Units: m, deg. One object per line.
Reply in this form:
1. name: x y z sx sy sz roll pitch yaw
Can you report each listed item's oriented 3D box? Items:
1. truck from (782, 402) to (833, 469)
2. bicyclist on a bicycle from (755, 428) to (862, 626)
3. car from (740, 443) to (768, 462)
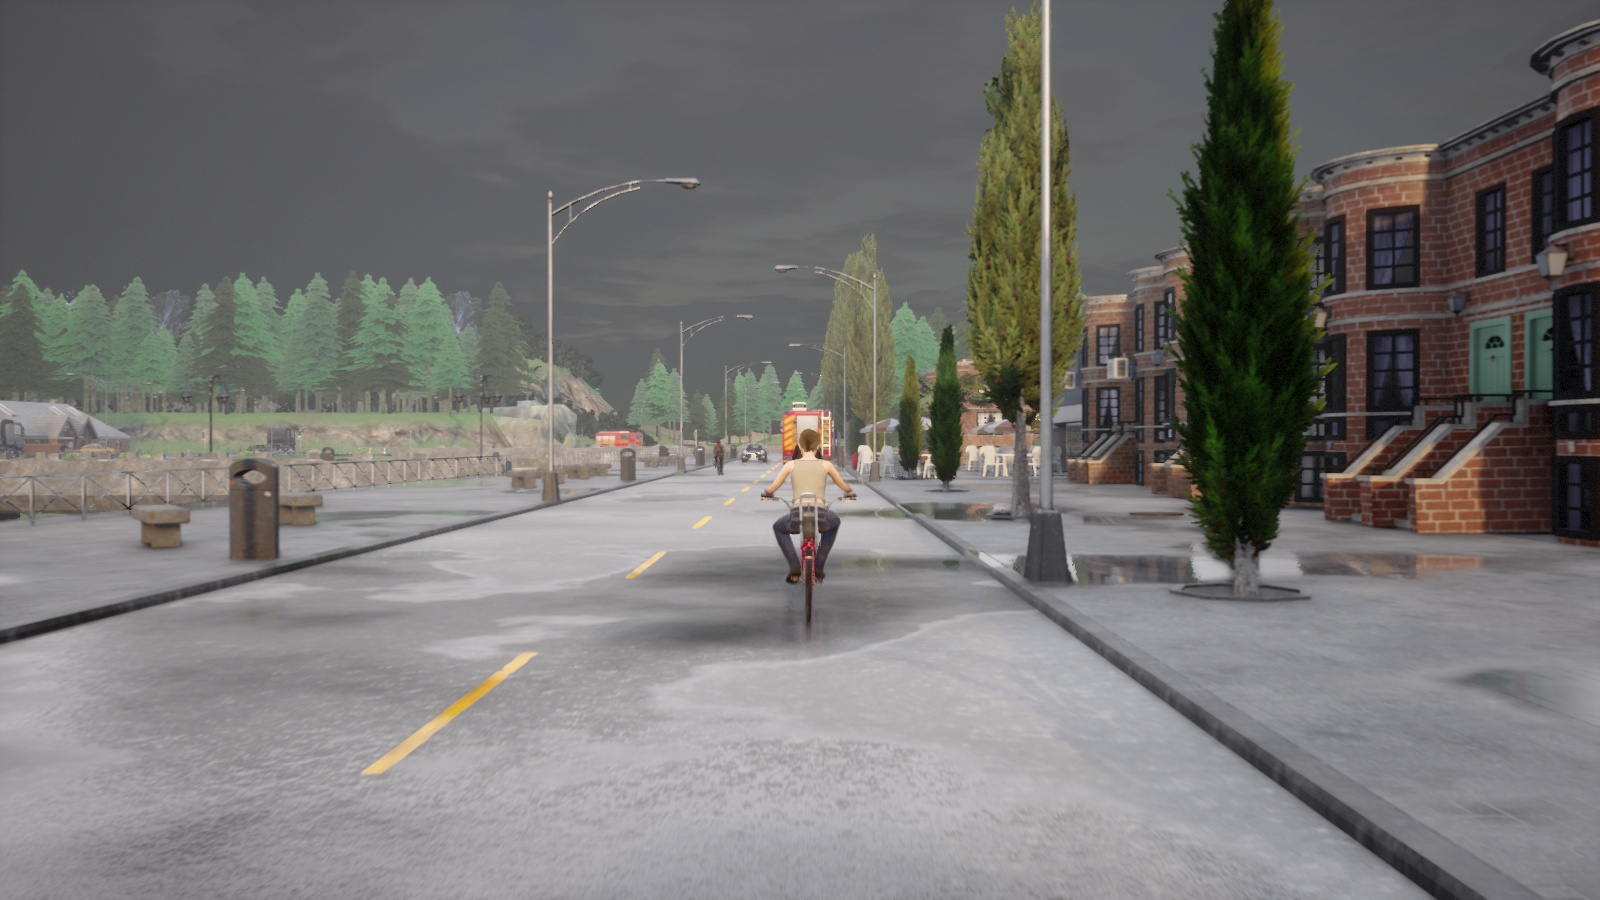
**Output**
1. truck: 0.431 -0.841 75.108 2.891 3.827 8.468 0 0 0
2. bicyclist on a bicycle: 0.076 0.621 10.968 0.866 1.612 1.509 0 0 0
3. car: -3.456 0.171 95.445 1.970 1.475 3.806 0 0 0
